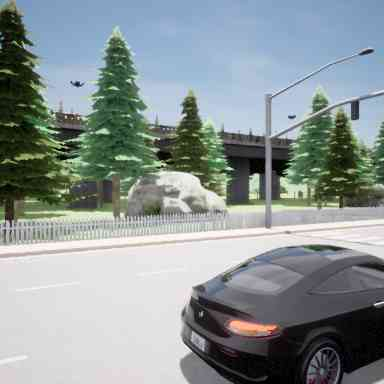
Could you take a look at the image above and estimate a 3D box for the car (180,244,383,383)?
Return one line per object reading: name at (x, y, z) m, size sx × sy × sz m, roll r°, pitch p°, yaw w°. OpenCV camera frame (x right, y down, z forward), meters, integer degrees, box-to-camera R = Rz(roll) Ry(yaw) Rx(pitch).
car at (2.082, 1.526, 4.908) m, size 4.674 × 1.442 × 1.812 m, roll 0°, pitch 0°, yaw -29°
